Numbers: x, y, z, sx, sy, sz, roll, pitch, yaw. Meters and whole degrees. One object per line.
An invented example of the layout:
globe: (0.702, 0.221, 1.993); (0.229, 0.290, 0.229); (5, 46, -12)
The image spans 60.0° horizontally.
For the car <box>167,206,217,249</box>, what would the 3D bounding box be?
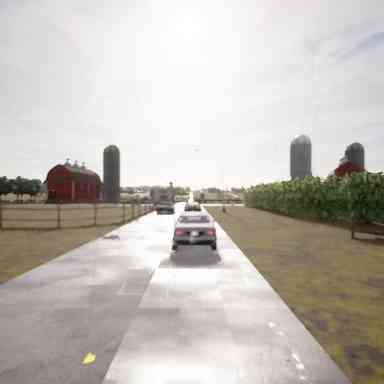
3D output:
car: (0.095, 1.575, 14.680); (2.033, 1.411, 5.357); (0, 0, 0)

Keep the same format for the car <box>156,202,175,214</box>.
car: (-2.852, 1.754, 36.664); (1.895, 1.301, 4.718); (0, 0, 0)

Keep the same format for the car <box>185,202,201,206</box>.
car: (0.091, 1.765, 38.151); (1.895, 1.301, 4.718); (0, 0, 0)
